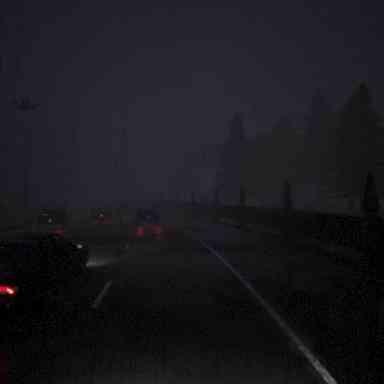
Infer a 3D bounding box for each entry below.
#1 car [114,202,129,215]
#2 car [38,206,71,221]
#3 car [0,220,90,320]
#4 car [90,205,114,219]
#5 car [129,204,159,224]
[{"bbox_3d":[-8.810,2.012,42.073,1.837,1.490,4.892,0,0,-22],"label":"car"},{"bbox_3d":[-10.490,1.822,25.570,2.128,1.511,4.902,0,-1,-14],"label":"car"},{"bbox_3d":[-3.837,1.652,7.737,2.033,1.411,5.357,0,-1,-5],"label":"car"},{"bbox_3d":[-9.408,2.021,34.043,1.895,1.301,4.718,0,-1,-19],"label":"car"},{"bbox_3d":[-4.008,1.810,28.290,1.882,1.535,5.008,0,-1,-15],"label":"car"}]
